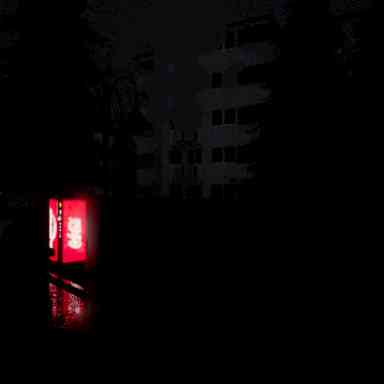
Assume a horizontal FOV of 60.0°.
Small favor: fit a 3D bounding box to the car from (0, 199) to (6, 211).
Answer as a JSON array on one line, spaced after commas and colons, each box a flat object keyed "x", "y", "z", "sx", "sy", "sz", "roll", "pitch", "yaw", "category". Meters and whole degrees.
[{"x": -23.726, "y": 1.350, "z": 39.752, "sx": 2.097, "sy": 1.767, "sz": 4.553, "roll": 0, "pitch": 0, "yaw": -22, "category": "car"}]

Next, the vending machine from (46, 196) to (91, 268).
[{"x": -3.898, "y": 1.195, "z": 10.468, "sx": 1.100, "sy": 2.100, "sz": 0.880, "roll": 0, "pitch": 0, "yaw": -40, "category": "vending machine"}]
